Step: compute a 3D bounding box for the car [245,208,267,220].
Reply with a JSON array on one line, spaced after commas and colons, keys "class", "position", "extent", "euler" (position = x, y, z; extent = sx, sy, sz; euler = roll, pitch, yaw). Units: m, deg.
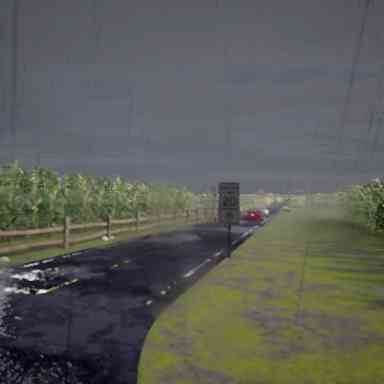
[{"class": "car", "position": [7.696, 2.730, 41.078], "extent": [1.994, 1.385, 4.181], "euler": [0, -2, 17]}]
